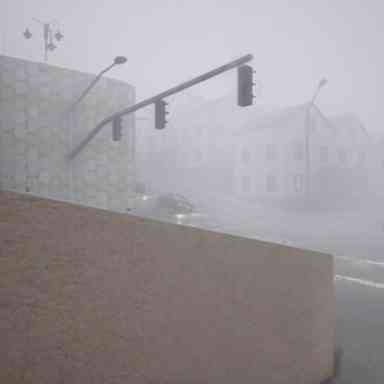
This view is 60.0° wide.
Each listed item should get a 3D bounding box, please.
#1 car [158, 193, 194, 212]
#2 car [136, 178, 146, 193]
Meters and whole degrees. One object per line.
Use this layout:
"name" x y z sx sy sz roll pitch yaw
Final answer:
"car" -1.637 0.882 31.797 1.812 1.442 4.674 0 7 -34
"car" -7.195 -0.957 39.896 1.837 1.490 4.892 0 14 -34
